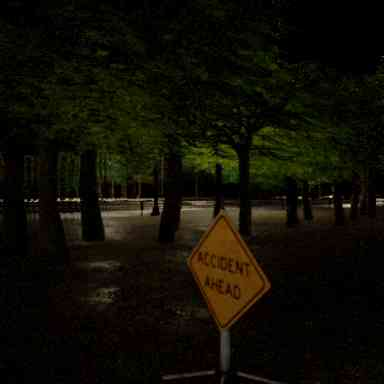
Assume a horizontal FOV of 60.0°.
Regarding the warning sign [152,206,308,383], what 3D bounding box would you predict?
[{"bbox_3d":[0.360,1.125,3.567,1.060,1.860,1.300,0,0,-36],"label":"warning sign"}]
